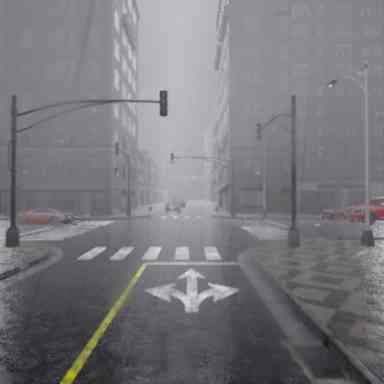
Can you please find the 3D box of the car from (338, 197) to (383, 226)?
[{"bbox_3d":[14.261,1.368,24.637,5.566,2.045,2.150,-1,-1,0],"label":"car"}]

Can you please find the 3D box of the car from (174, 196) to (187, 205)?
[{"bbox_3d":[-2.275,1.690,58.049,2.150,2.045,5.566,0,-1,1],"label":"car"}]

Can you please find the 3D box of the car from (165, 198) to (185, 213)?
[{"bbox_3d":[-2.374,1.813,42.139,2.128,1.511,4.902,0,0,0],"label":"car"}]

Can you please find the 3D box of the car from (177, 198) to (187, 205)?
[{"bbox_3d":[-2.174,2.098,73.740,1.994,1.385,4.181,0,-1,0],"label":"car"}]

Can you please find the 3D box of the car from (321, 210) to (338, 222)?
[{"bbox_3d":[13.377,1.803,27.875,4.718,1.301,1.895,0,-1,0],"label":"car"}]

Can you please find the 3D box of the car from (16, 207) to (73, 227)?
[{"bbox_3d":[-10.936,1.761,24.359,4.181,1.385,1.994,0,-1,5],"label":"car"}]
